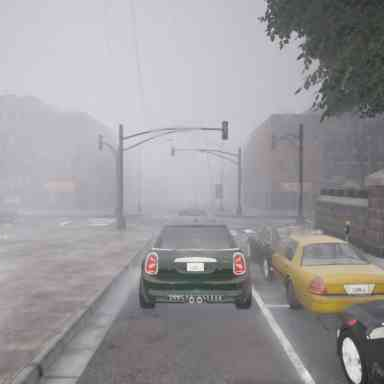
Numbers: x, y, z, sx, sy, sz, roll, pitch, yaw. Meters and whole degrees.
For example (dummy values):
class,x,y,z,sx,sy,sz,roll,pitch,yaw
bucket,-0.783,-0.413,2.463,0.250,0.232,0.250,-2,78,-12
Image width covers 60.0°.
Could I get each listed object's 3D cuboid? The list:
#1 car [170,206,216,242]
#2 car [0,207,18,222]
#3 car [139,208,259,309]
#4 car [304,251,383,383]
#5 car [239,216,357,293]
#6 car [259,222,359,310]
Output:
class,x,y,z,sx,sy,sz,roll,pitch,yaw
car,0.042,1.555,17.464,2.033,1.411,5.357,0,0,0
car,-14.718,1.426,23.129,4.892,1.490,1.837,1,1,0
car,0.080,1.350,8.030,2.097,1.767,4.553,0,0,0
car,2.626,1.550,2.486,2.008,1.369,4.403,-1,0,0
car,2.668,1.548,9.622,2.008,1.369,4.403,-1,0,0
car,2.688,1.523,7.648,1.752,1.417,4.829,-1,0,0
